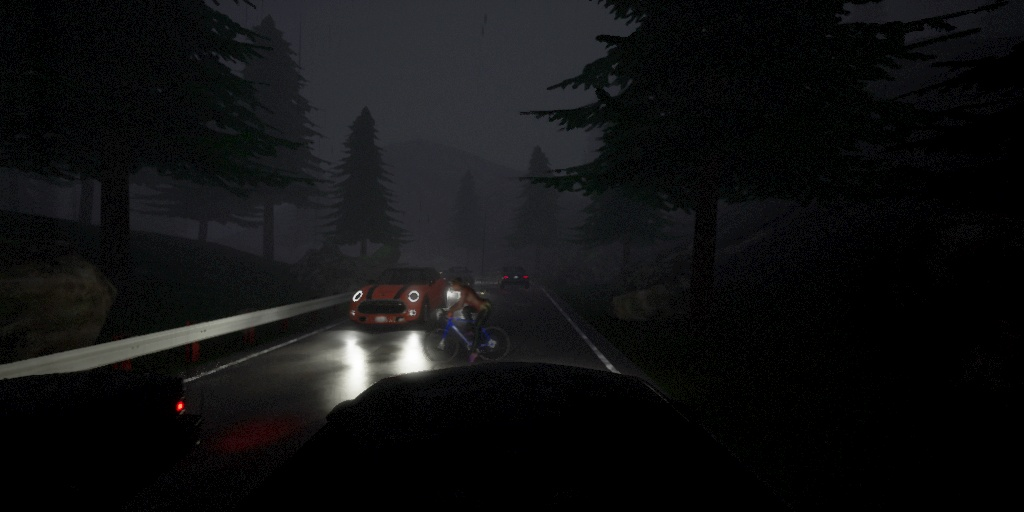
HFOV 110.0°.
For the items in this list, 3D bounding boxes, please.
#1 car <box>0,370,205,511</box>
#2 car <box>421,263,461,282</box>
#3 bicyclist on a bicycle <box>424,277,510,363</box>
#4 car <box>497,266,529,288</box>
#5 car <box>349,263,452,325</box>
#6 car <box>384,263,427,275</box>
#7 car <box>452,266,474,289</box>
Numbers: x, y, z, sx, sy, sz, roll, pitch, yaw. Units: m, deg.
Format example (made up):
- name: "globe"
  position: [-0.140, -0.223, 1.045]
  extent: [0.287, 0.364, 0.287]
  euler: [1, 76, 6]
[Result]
- name: "car"
  position: [-3.621, 1.295, 0.675]
  extent: [2.033, 1.411, 5.357]
  euler: [0, 0, 1]
- name: "car"
  position: [-6.246, 1.357, 31.177]
  extent: [1.812, 1.442, 4.674]
  euler: [0, 0, -33]
- name: "bicyclist on a bicycle"
  position: [-0.865, 1.218, 6.771]
  extent: [1.656, 1.620, 0.582]
  euler: [-2, 0, 0]
- name: "car"
  position: [0.029, 1.360, 24.465]
  extent: [2.033, 1.411, 5.357]
  euler: [0, 0, -5]
- name: "car"
  position: [-3.532, 1.131, 11.954]
  extent: [2.097, 1.767, 4.553]
  euler: [0, 0, 0]
- name: "car"
  position: [-12.087, 1.458, 40.613]
  extent: [4.718, 1.301, 1.895]
  euler: [0, 0, 26]
- name: "car"
  position: [-3.470, 1.374, 23.307]
  extent: [1.994, 1.385, 4.181]
  euler: [0, 0, -4]
